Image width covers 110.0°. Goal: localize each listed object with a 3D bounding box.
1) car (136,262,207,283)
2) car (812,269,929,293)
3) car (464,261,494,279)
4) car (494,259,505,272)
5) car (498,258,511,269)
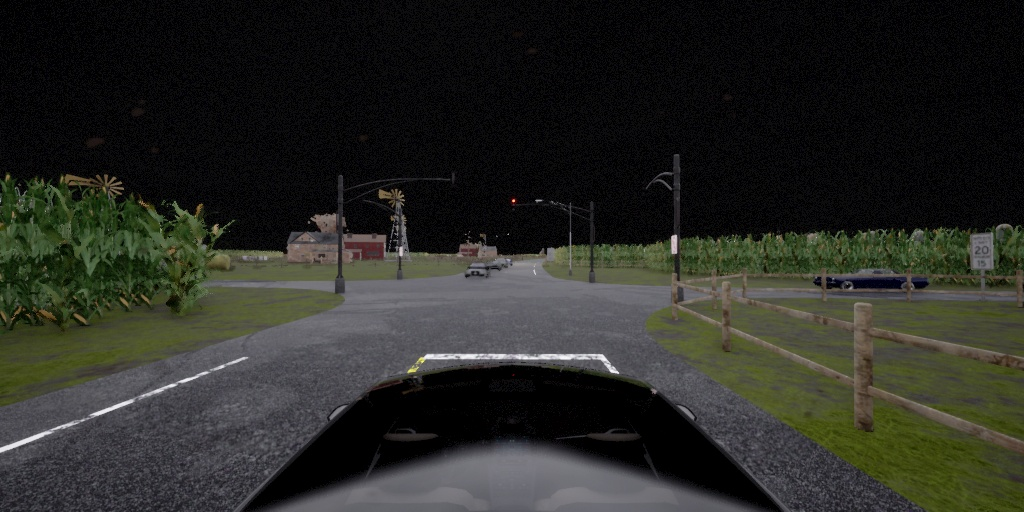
[{"bbox_3d":[-24.174,1.195,25.354,4.902,1.511,2.128,0,-1,10],"label":"car"},{"bbox_3d":[20.394,1.401,20.634,4.718,1.301,1.895,0,-1,9],"label":"car"},{"bbox_3d":[-3.035,1.313,32.310,1.994,1.385,4.181,0,0,2],"label":"car"},{"bbox_3d":[-2.411,1.344,47.150,1.895,1.301,4.718,0,0,3],"label":"car"},{"bbox_3d":[-1.789,1.089,58.125,2.097,1.767,4.553,0,0,4],"label":"car"}]
